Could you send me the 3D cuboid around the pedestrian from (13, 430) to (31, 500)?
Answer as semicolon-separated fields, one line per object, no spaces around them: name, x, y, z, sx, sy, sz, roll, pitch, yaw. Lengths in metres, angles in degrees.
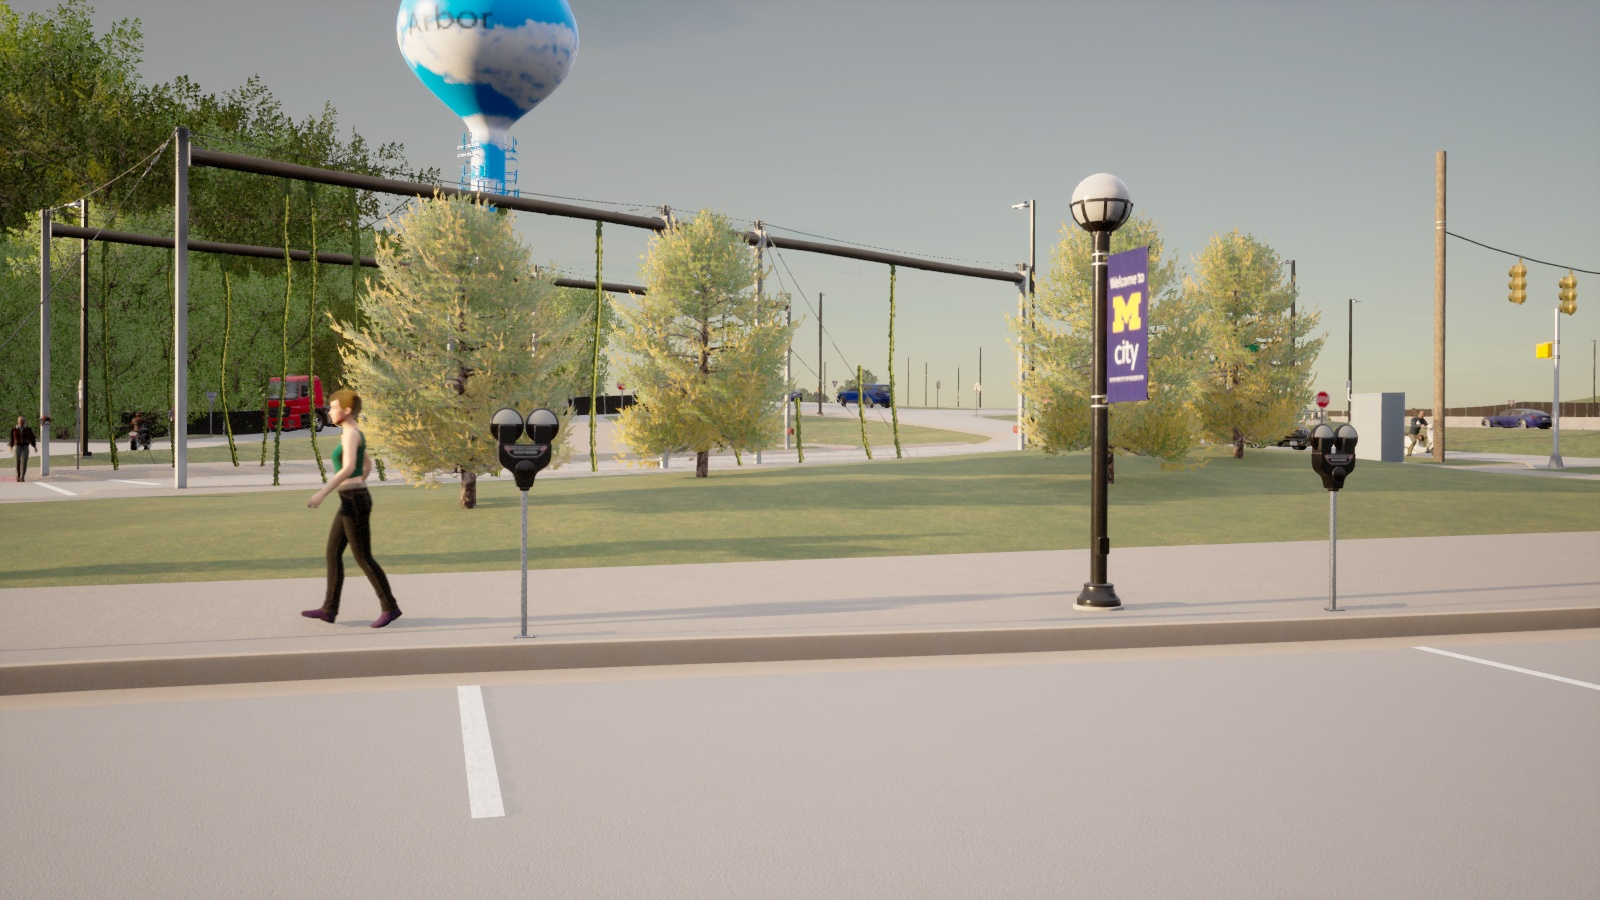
pedestrian;-20.855;0.388;33.661;0.376;1.854;0.720;-1;0;-31

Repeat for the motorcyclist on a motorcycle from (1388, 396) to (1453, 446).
motorcyclist on a motorcycle;20.240;-0.942;40.988;0.866;1.590;1.817;-1;2;-19

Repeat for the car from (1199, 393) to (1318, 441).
car;17.805;-1.287;49.000;2.097;1.767;4.553;-1;2;-15

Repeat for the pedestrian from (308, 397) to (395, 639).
pedestrian;-3.484;0.511;9.778;0.594;1.836;0.345;-1;0;-18

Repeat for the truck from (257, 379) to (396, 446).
truck;-28.884;-2.358;77.076;2.891;3.462;7.936;-1;5;26

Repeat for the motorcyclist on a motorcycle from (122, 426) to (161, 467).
motorcyclist on a motorcycle;-27.431;-0.181;52.343;0.766;1.649;2.350;-2;1;-12
